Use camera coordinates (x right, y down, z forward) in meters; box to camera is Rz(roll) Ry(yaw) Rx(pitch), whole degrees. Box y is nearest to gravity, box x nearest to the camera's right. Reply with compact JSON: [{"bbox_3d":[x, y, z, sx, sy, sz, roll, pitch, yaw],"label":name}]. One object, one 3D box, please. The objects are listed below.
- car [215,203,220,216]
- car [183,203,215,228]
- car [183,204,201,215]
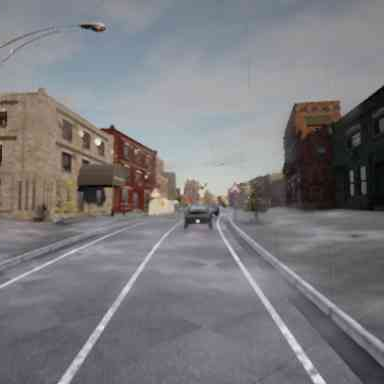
[{"bbox_3d":[2.395,2.111,41.478,2.033,1.649,4.856,-1,-2,8],"label":"car"},{"bbox_3d":[0.509,1.649,23.306,1.837,1.490,4.892,0,-1,3],"label":"car"},{"bbox_3d":[0.056,2.395,46.862,1.812,1.442,4.674,-1,-2,10],"label":"car"}]
